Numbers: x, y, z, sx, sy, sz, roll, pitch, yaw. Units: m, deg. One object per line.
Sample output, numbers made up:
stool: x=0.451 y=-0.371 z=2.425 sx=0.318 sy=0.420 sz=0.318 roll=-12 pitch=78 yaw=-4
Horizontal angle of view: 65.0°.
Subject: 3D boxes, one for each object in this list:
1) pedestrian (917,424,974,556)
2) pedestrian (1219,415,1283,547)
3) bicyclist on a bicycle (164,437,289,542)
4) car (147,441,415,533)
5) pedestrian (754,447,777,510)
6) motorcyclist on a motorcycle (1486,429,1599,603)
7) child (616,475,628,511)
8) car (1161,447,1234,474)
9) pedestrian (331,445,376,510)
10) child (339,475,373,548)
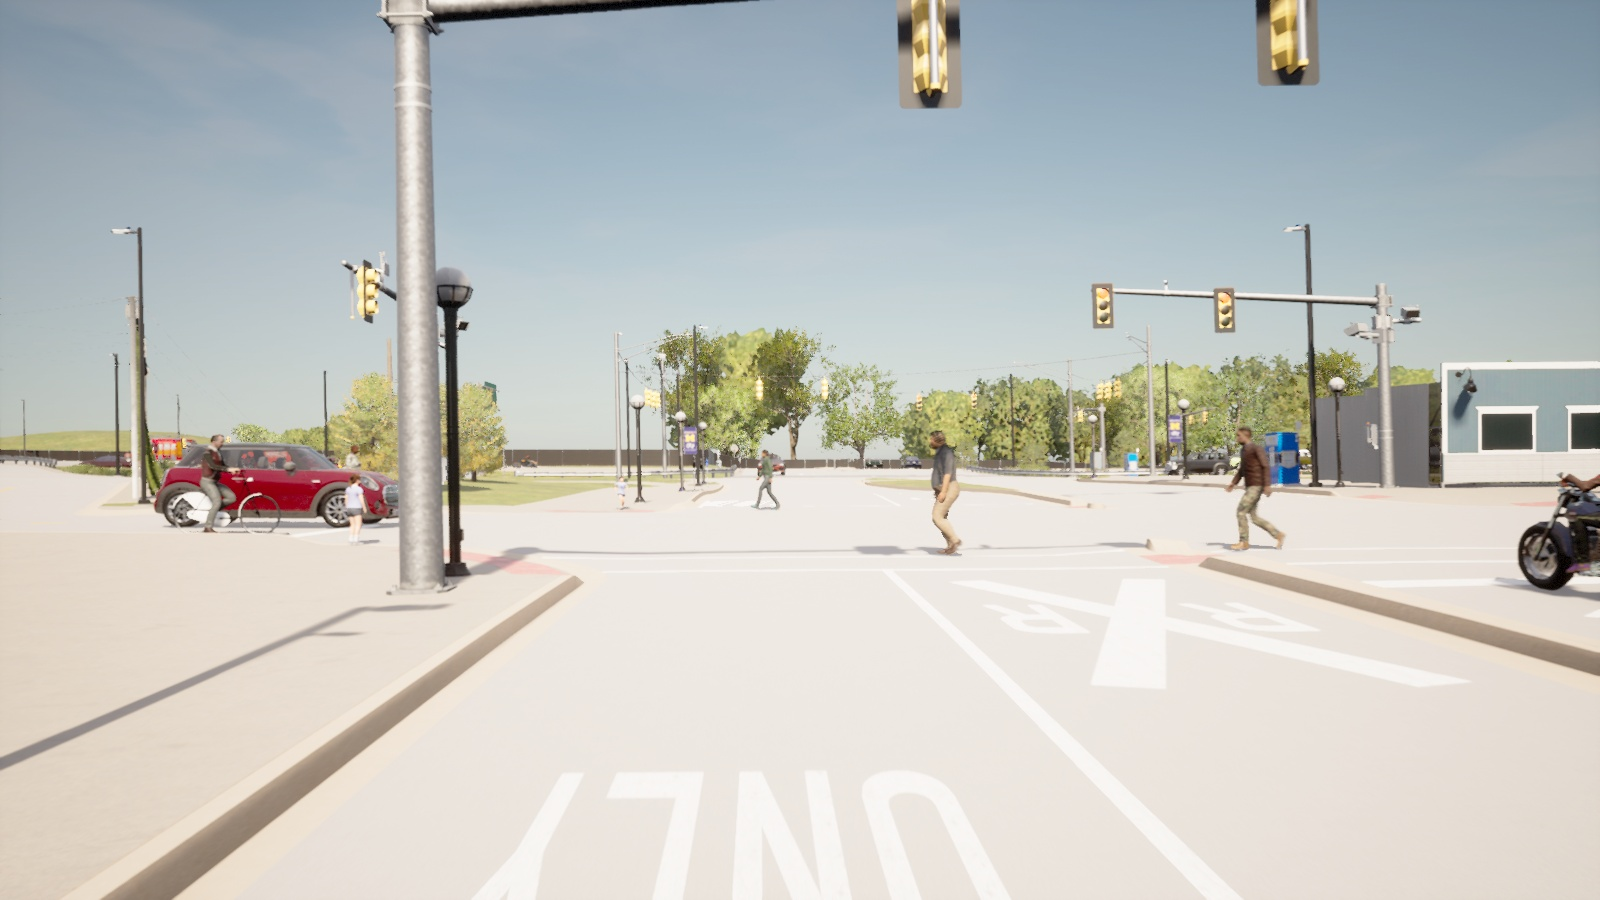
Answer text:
pedestrian: x=2.088 y=0.565 z=18.051 sx=0.694 sy=1.848 sz=0.540 roll=-2 pitch=-1 yaw=0
pedestrian: x=6.446 y=0.444 z=17.976 sx=0.703 sy=1.840 sz=0.431 roll=-2 pitch=-1 yaw=3
bicyclist on a bicycle: x=-9.900 y=0.682 z=21.719 sx=1.843 sy=1.776 sz=0.659 roll=0 pitch=-1 yaw=-2
car: x=-10.361 y=0.734 z=25.361 sx=4.553 sy=1.767 sz=2.097 roll=0 pitch=-1 yaw=-2
pedestrian: x=-1.029 y=0.852 z=37.252 sx=0.614 sy=1.847 sz=0.353 roll=-2 pitch=-1 yaw=-6
motorcyclist on a motorcycle: x=7.940 y=0.620 z=12.455 sx=0.766 sy=1.649 sz=2.350 roll=-1 pitch=1 yaw=-6
child: x=-5.503 y=1.333 z=38.862 sx=0.255 sy=1.110 sz=0.394 roll=-1 pitch=-1 yaw=-22
car: x=28.639 y=0.794 z=90.483 sx=4.605 sy=1.855 sz=1.932 roll=-1 pitch=-1 yaw=-1
pedestrian: x=-13.146 y=0.811 z=37.020 sx=0.900 sy=1.855 sz=0.874 roll=-2 pitch=-1 yaw=8
child: x=-6.855 y=0.947 z=19.381 sx=0.255 sy=1.110 sz=0.394 roll=-2 pitch=-1 yaw=33
